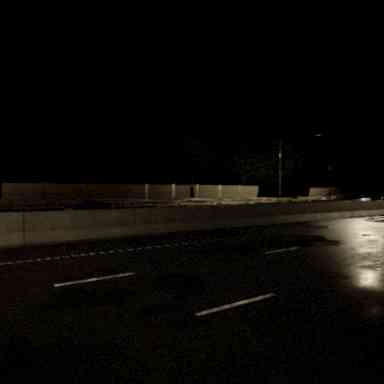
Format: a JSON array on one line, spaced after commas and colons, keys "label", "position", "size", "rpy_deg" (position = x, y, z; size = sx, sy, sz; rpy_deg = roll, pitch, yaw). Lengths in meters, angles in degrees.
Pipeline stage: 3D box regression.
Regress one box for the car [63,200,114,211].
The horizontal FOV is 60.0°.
[{"label": "car", "position": [-9.747, 1.515, 31.425], "size": [4.674, 1.442, 1.812], "rpy_deg": [0, 0, -35]}]
